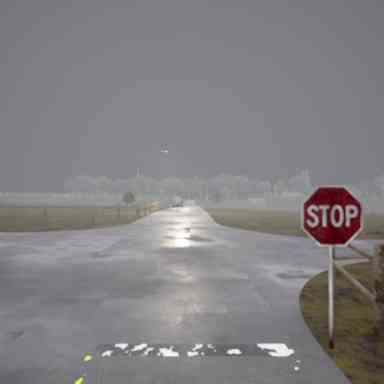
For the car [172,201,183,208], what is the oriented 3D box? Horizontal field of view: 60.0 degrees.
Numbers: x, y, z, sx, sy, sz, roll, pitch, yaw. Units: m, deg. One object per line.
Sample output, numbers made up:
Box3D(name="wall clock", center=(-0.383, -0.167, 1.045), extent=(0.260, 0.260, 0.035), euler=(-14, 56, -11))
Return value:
Box3D(name="car", center=(-2.778, 2.506, 65.514), extent=(1.994, 1.385, 4.181), euler=(0, -2, 0))
